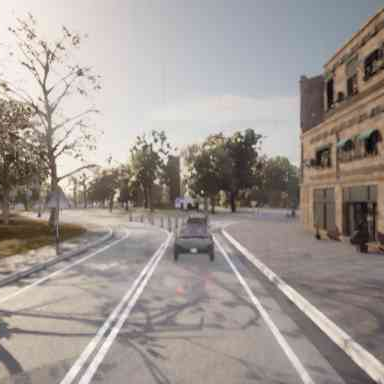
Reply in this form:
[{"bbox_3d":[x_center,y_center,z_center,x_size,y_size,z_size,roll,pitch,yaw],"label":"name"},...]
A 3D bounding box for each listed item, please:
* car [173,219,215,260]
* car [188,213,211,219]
[{"bbox_3d":[0.085,2.310,16.275,2.128,1.511,4.902,0,-2,0],"label":"car"},{"bbox_3d":[0.711,2.763,31.985,1.882,1.535,5.008,0,-1,8],"label":"car"}]
